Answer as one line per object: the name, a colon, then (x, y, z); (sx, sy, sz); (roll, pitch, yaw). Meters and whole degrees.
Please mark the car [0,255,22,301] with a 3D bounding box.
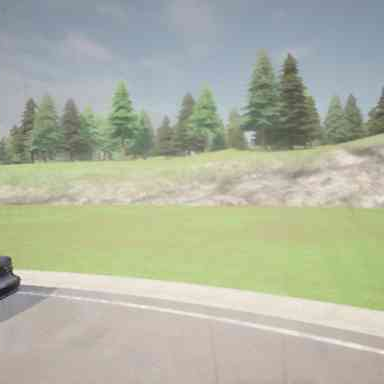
car: (-5.875, 1.477, 5.838); (5.357, 1.411, 2.033); (0, 1, 9)
